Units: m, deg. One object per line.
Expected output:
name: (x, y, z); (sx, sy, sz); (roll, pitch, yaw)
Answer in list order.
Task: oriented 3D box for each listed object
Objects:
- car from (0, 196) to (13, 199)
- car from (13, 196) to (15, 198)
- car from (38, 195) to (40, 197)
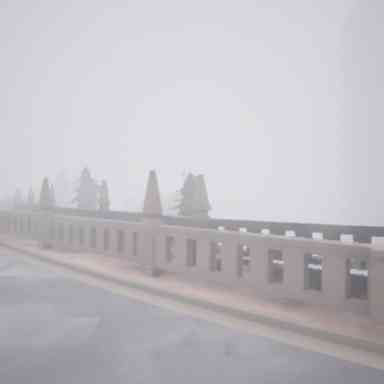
car: (-34.306, 1.631, 59.275); (1.882, 1.535, 5.008); (0, 0, -7)
car: (-34.885, 1.526, 64.849); (2.097, 1.767, 4.553); (0, 0, -6)
car: (-37.991, 1.618, 84.161); (1.837, 1.490, 4.892); (0, 0, -6)
